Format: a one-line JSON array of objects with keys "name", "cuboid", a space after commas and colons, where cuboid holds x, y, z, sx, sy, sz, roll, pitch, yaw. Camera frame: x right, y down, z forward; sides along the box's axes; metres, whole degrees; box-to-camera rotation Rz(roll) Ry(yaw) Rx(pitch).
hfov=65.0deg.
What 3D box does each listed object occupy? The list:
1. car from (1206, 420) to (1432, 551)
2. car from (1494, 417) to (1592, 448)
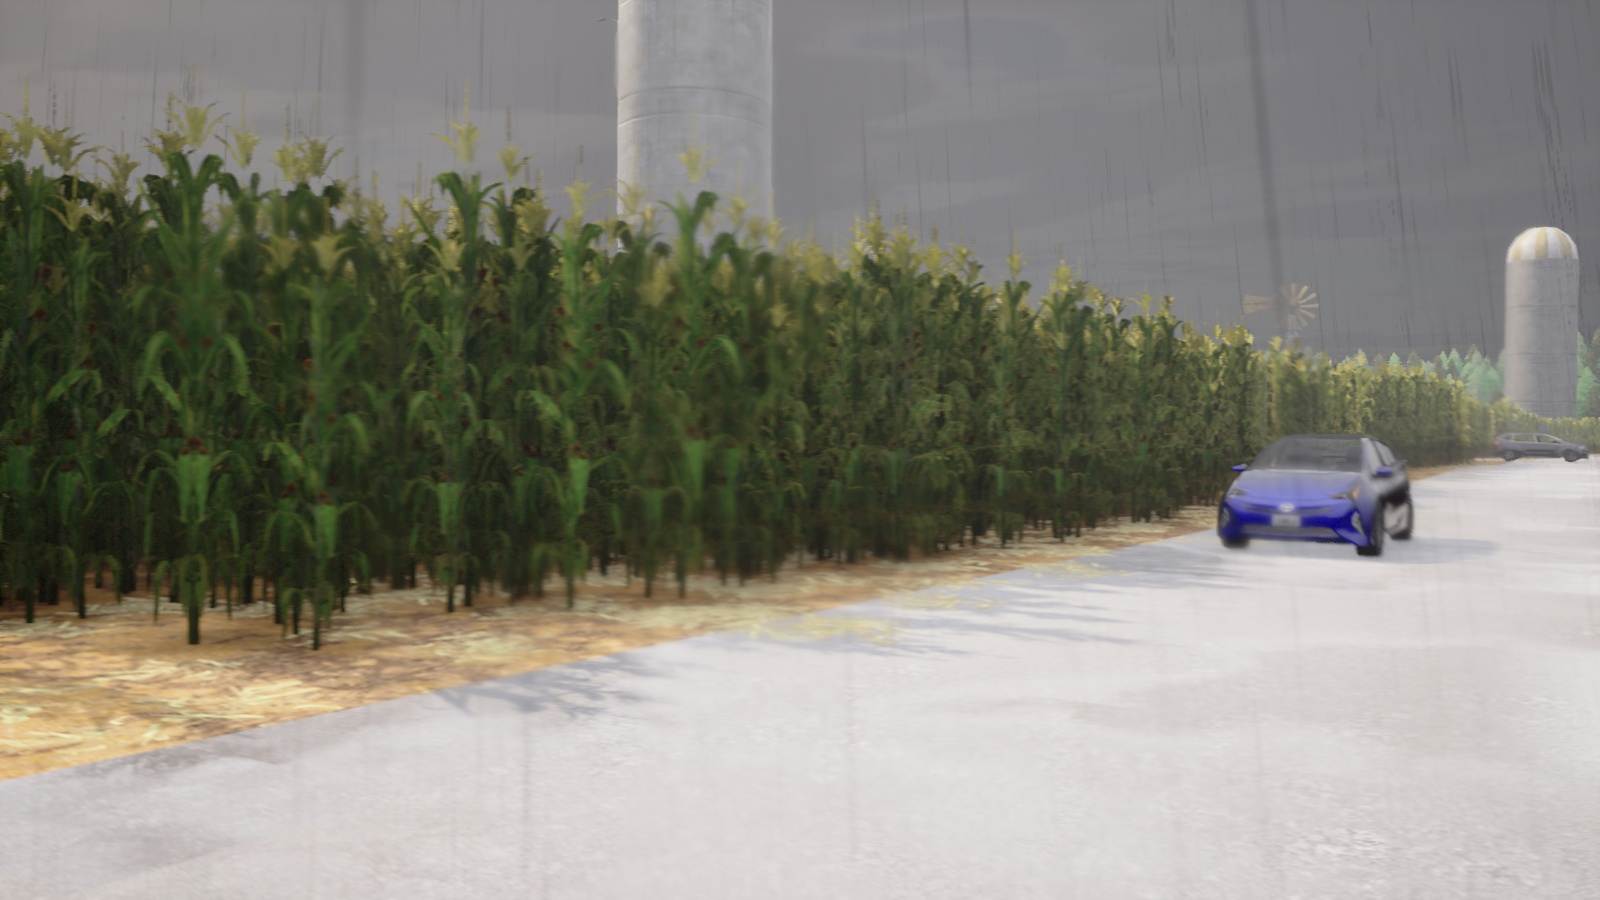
[{"name": "car", "cuboid": [7.205, 0.379, 17.141, 2.007, 1.525, 4.514, 0, 1, 34]}, {"name": "car", "cuboid": [41.677, -0.993, 70.493, 4.611, 1.667, 2.242, 0, 1, 34]}]
